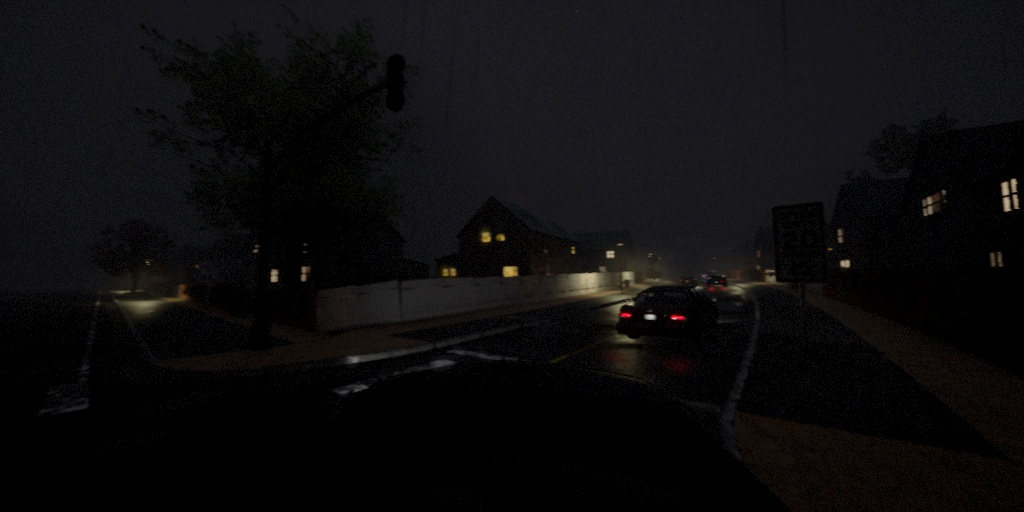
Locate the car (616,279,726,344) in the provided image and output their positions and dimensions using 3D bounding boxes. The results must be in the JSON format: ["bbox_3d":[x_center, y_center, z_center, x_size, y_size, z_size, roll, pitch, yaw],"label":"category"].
[{"bbox_3d":[4.714,1.553,10.469,2.033,1.411,5.357,-3,-3,36],"label":"car"}]

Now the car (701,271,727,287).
[{"bbox_3d":[21.624,2.484,38.101,2.128,1.511,4.902,-3,-3,27],"label":"car"}]

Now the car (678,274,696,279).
[{"bbox_3d":[20.517,2.772,41.998,1.994,1.385,4.181,-3,-3,27],"label":"car"}]
